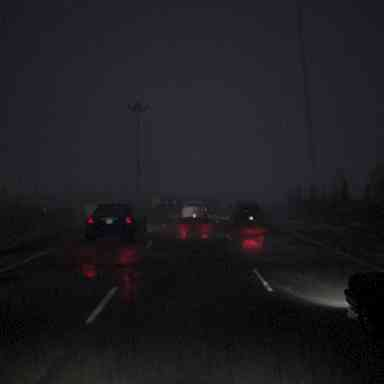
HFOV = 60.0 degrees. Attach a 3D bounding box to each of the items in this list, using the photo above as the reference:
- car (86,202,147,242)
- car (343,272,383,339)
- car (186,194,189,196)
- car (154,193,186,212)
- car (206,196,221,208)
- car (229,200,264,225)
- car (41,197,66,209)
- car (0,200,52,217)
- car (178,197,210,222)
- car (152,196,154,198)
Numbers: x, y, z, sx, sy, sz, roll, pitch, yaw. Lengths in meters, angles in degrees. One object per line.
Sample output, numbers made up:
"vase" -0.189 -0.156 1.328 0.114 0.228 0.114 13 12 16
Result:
"car" -3.399 1.231 15.788 2.097 1.767 4.553 0 0 0
"car" 3.600 1.520 3.421 2.033 1.411 5.357 0 0 0
"car" -1.736 1.045 62.950 2.128 1.511 4.902 0 0 24
"car" -2.251 1.081 35.412 2.097 1.767 4.553 0 0 8
"car" 2.342 1.231 41.329 2.033 1.411 5.357 0 0 12
"car" 3.676 1.330 22.710 1.837 1.490 4.892 0 0 1
"car" -16.204 1.274 37.923 1.994 1.385 4.181 0 0 9
"car" -10.508 1.411 20.023 1.994 1.385 4.181 0 0 1
"car" 0.241 1.338 24.507 1.812 1.442 4.674 0 0 2
"car" -5.742 1.006 62.510 1.882 1.535 5.008 0 0 23
